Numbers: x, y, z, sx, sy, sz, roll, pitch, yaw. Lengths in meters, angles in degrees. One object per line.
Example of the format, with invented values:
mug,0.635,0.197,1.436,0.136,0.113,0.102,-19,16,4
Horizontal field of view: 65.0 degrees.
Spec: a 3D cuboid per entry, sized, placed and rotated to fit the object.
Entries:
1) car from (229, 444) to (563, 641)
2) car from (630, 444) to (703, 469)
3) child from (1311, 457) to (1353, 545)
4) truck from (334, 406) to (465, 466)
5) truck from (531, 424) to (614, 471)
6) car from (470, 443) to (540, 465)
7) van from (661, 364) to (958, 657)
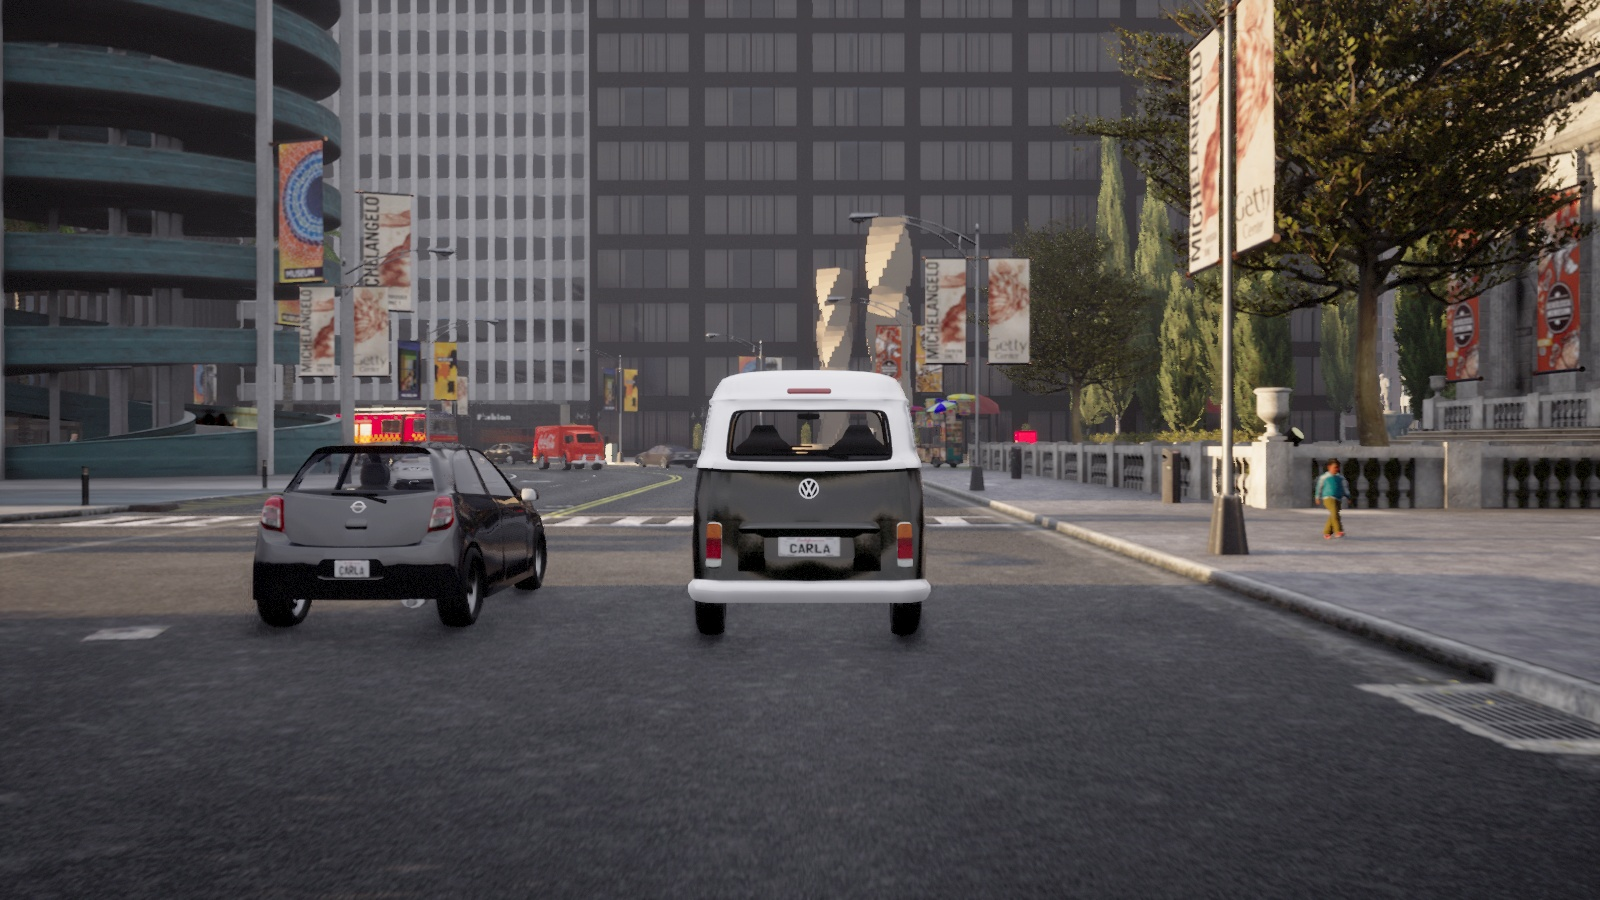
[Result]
car,-3.421,0.693,11.394,1.845,1.501,3.633,0,0,0
car,-8.021,0.365,74.976,2.033,1.411,5.357,0,0,-34
child,7.313,0.692,17.261,0.343,1.192,0.448,0,0,-8
truck,-26.199,-0.902,82.070,8.468,3.827,2.891,0,0,25
truck,-12.604,-0.140,69.204,2.627,2.467,5.204,0,0,-34
car,-20.395,0.246,86.735,4.892,1.490,1.837,0,0,34
van,0.077,0.408,10.990,2.069,2.038,4.480,0,0,0
